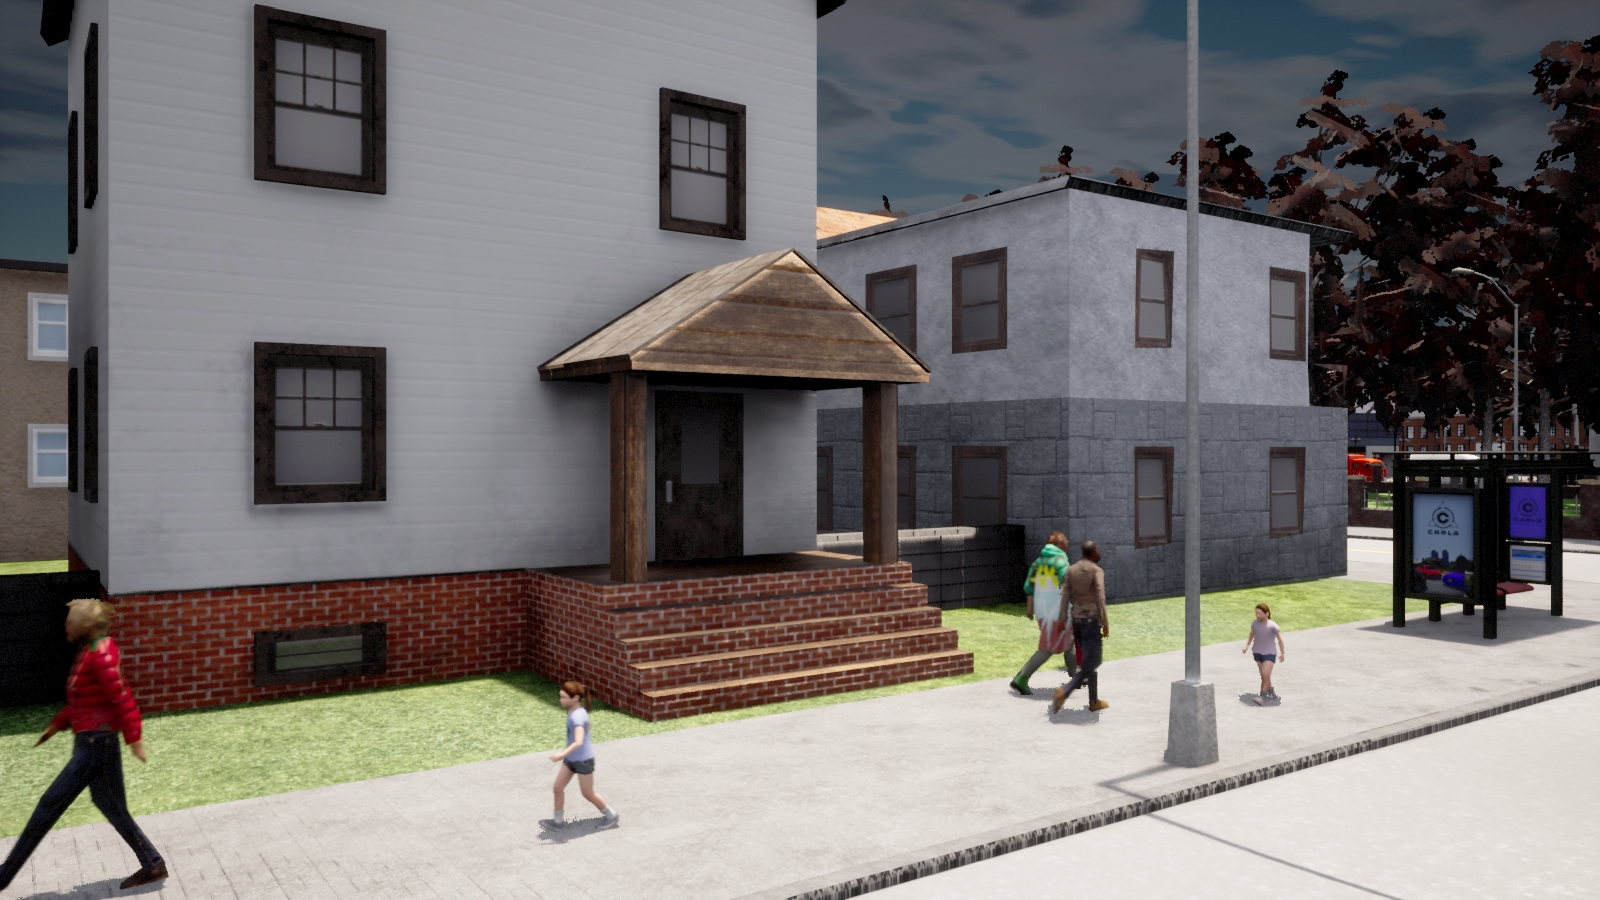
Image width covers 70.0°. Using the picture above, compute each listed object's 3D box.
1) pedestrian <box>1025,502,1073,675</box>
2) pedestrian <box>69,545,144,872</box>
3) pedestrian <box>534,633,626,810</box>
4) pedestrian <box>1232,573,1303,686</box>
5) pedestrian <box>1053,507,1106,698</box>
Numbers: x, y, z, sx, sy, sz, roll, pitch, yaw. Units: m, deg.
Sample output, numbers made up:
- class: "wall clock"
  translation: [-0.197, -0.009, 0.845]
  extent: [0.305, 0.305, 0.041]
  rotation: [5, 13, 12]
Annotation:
- class: "pedestrian"
  translation: [2.771, 1.524, 12.710]
  extent: [0.375, 1.860, 0.375]
  rotation: [0, 0, -22]
- class: "pedestrian"
  translation: [-4.186, 1.523, 6.902]
  extent: [0.375, 1.860, 0.375]
  rotation: [0, 0, -31]
- class: "pedestrian"
  translation: [-1.567, 1.904, 8.121]
  extent: [0.500, 1.100, 0.500]
  rotation: [0, 0, -31]
- class: "pedestrian"
  translation: [4.974, 1.896, 12.162]
  extent: [0.500, 1.100, 0.500]
  rotation: [0, 0, -33]
- class: "pedestrian"
  translation: [2.834, 1.525, 11.589]
  extent: [0.375, 1.860, 0.375]
  rotation: [0, 0, -33]
